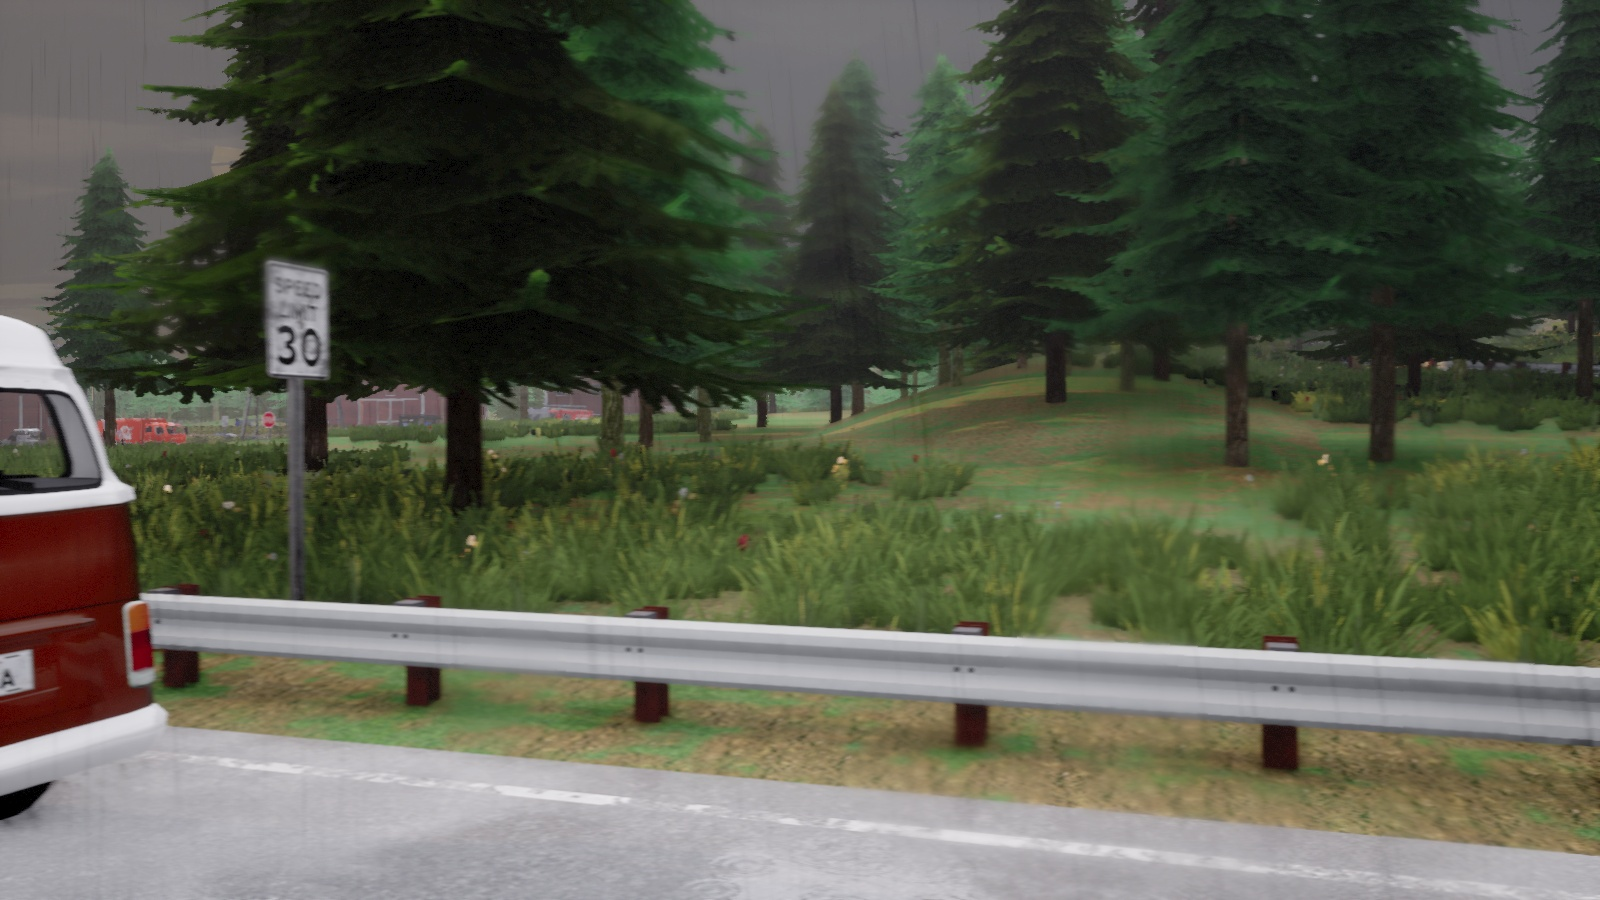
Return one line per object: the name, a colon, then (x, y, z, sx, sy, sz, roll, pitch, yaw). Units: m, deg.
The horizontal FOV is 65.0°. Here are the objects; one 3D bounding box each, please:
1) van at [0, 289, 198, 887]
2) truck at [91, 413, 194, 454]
van: (-4.903, 0.454, 4.826, 4.480, 2.038, 2.069, 1, 1, 18)
truck: (-40.564, -1.024, 77.526, 5.204, 2.467, 2.627, 0, 1, 16)
